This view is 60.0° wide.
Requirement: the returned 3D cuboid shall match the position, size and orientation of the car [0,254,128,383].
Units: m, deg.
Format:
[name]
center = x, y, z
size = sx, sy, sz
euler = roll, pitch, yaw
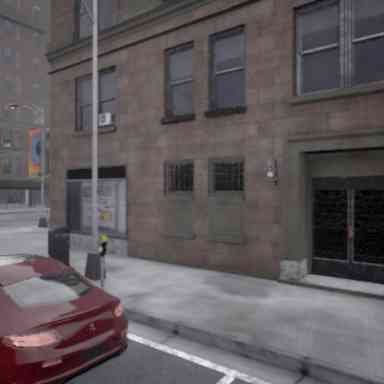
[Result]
[car]
center = -2.739, 1.576, 4.799
size = 4.206, 1.307, 1.802
euler = 0, 0, 35
